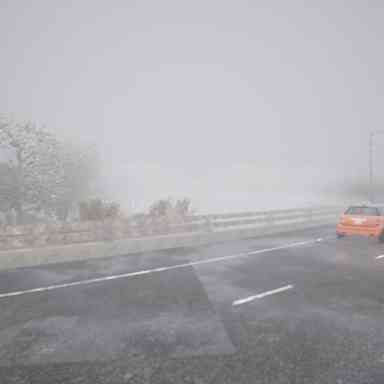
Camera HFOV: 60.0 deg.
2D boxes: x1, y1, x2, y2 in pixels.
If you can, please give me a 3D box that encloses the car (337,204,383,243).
[{"bbox_3d":[9.012,1.384,16.490,4.553,1.767,2.097,0,0,-45],"label":"car"}]
